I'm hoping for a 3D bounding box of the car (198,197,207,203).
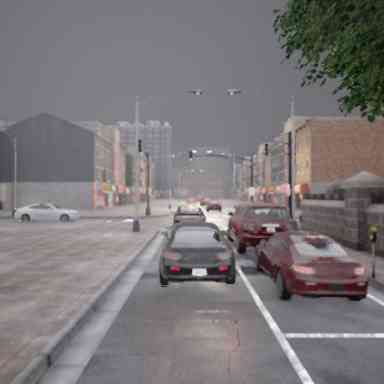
[{"bbox_3d":[2.615,1.913,83.502,2.008,1.369,4.403,0,0,0],"label":"car"}]

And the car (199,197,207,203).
[{"bbox_3d":[2.617,1.911,78.064,1.802,1.307,4.206,0,0,0],"label":"car"}]

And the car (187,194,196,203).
[{"bbox_3d":[-0.028,1.569,80.520,2.150,2.045,5.566,0,0,0],"label":"car"}]

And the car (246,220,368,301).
[{"bbox_3d":[2.643,1.602,8.124,1.802,1.307,4.206,1,0,0],"label":"car"}]

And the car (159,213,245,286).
[{"bbox_3d":[0.097,1.549,9.364,1.812,1.442,4.674,0,0,-1],"label":"car"}]

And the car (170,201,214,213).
[{"bbox_3d":[-0.220,1.544,19.883,2.128,1.511,4.902,0,0,-4],"label":"car"}]

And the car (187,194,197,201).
[{"bbox_3d":[-0.023,1.638,70.217,2.097,1.767,4.553,0,0,0],"label":"car"}]

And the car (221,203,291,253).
[{"bbox_3d":[2.644,1.350,13.574,2.192,1.841,5.009,1,0,0],"label":"car"}]

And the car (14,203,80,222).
[{"bbox_3d":[-10.879,1.565,25.165,4.674,1.442,1.812,0,-1,-2],"label":"car"}]

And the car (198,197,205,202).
[{"bbox_3d":[2.611,1.999,94.377,1.947,1.339,4.313,0,0,0],"label":"car"}]

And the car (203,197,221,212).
[{"bbox_3d":[2.631,1.676,40.003,1.887,1.381,4.507,1,0,0],"label":"car"}]

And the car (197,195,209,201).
[{"bbox_3d":[2.625,1.551,61.754,2.192,1.841,5.009,1,0,0],"label":"car"}]

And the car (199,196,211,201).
[{"bbox_3d":[2.625,1.752,56.315,1.887,1.381,4.507,1,0,0],"label":"car"}]

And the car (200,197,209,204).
[{"bbox_3d":[2.619,1.878,72.627,1.802,1.307,4.206,0,0,0],"label":"car"}]
